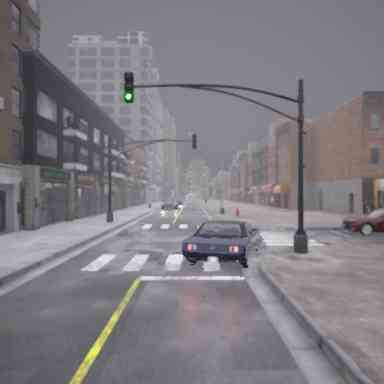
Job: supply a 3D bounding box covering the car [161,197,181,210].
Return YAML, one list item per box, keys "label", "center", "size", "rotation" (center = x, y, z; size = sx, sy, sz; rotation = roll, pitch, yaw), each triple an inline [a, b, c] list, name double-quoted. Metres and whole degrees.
- label: "car"
  center: [-2.843, 1.418, 43.027]
  size: [2.097, 1.767, 4.553]
  rotation: [0, 0, 0]

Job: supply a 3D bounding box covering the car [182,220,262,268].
- label: "car"
  center: [1.246, 1.607, 11.467]
  size: [1.895, 1.301, 4.718]
  rotation: [0, 0, 17]

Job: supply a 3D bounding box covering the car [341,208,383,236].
- label: "car"
  center: [10.367, 1.540, 17.767]
  size: [4.507, 1.381, 1.887]
  rotation: [0, 0, 0]

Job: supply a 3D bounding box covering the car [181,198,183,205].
- label: "car"
  center: [-2.755, 1.775, 64.188]
  size: [1.895, 1.301, 4.718]
  rotation: [0, 0, 0]
